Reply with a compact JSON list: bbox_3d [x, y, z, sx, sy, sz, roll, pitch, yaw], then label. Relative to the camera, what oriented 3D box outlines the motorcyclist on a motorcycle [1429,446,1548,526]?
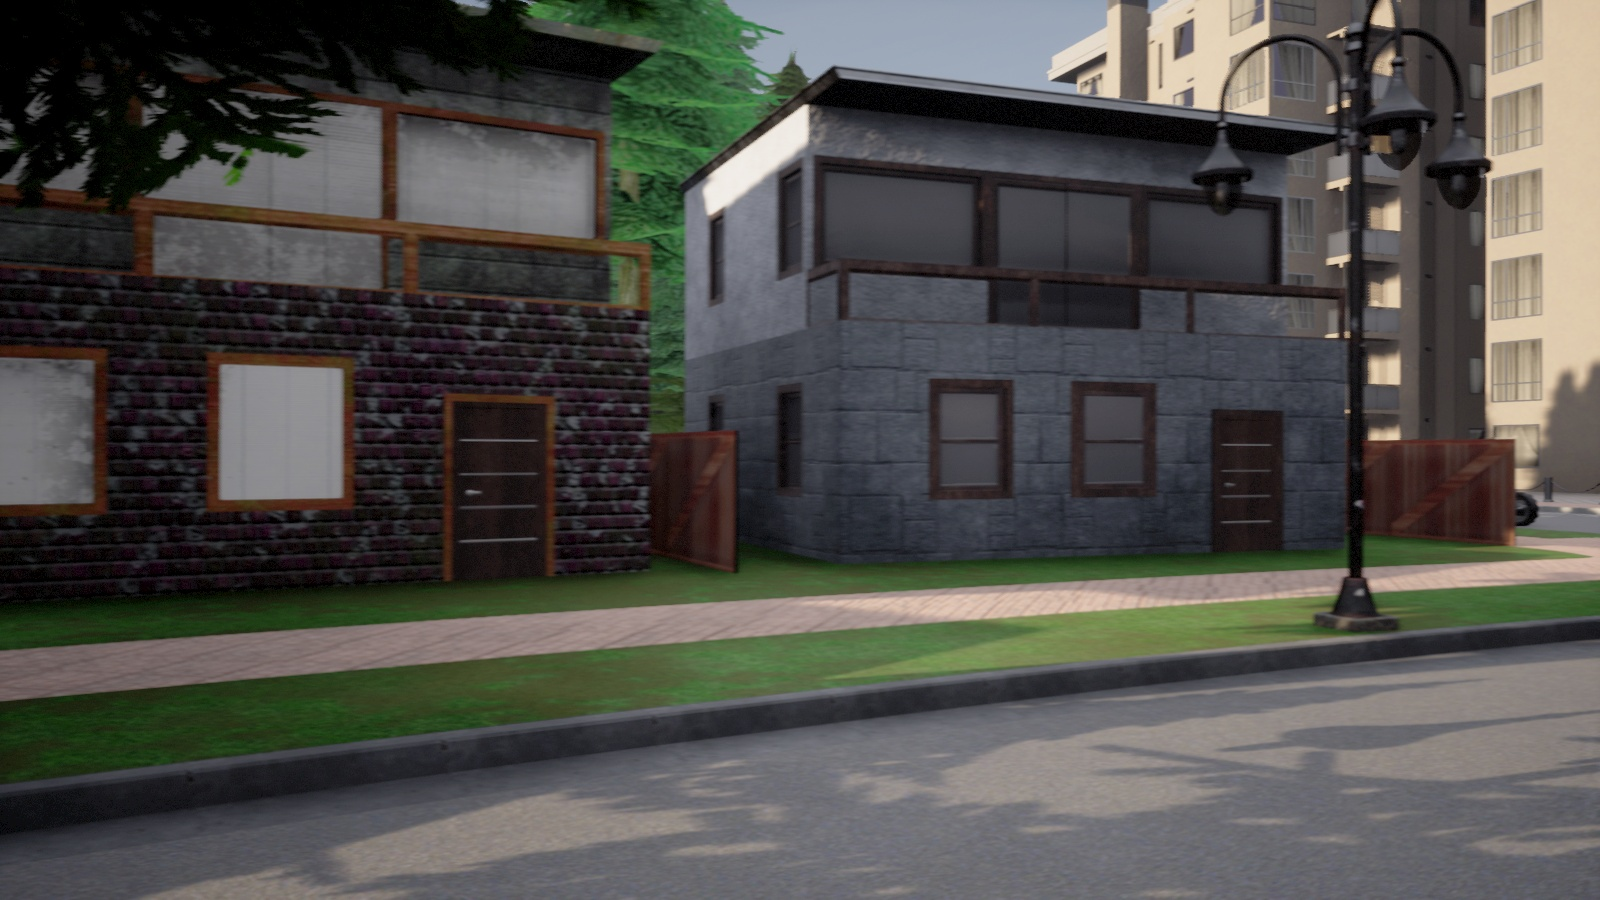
[{"bbox_3d":[14.776,0.737,27.035,0.766,1.649,2.350,0,0,-19],"label":"motorcyclist on a motorcycle"}]
